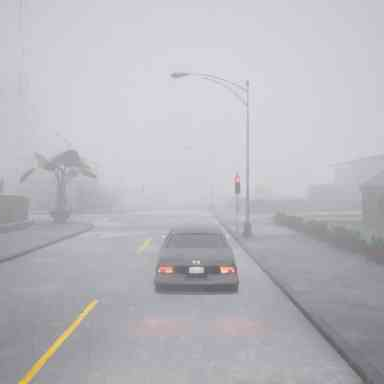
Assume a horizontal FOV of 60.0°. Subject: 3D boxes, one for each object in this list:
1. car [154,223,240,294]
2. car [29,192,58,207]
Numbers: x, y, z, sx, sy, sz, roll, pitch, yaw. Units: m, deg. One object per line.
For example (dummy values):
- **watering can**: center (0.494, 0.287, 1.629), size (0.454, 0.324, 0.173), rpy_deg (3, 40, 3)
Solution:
- **car**: center (0.100, 1.547, 8.900), size (2.033, 1.411, 5.357), rpy_deg (0, 0, 0)
- **car**: center (-19.743, 0.985, 43.945), size (1.905, 1.878, 3.866), rpy_deg (0, 0, 35)
